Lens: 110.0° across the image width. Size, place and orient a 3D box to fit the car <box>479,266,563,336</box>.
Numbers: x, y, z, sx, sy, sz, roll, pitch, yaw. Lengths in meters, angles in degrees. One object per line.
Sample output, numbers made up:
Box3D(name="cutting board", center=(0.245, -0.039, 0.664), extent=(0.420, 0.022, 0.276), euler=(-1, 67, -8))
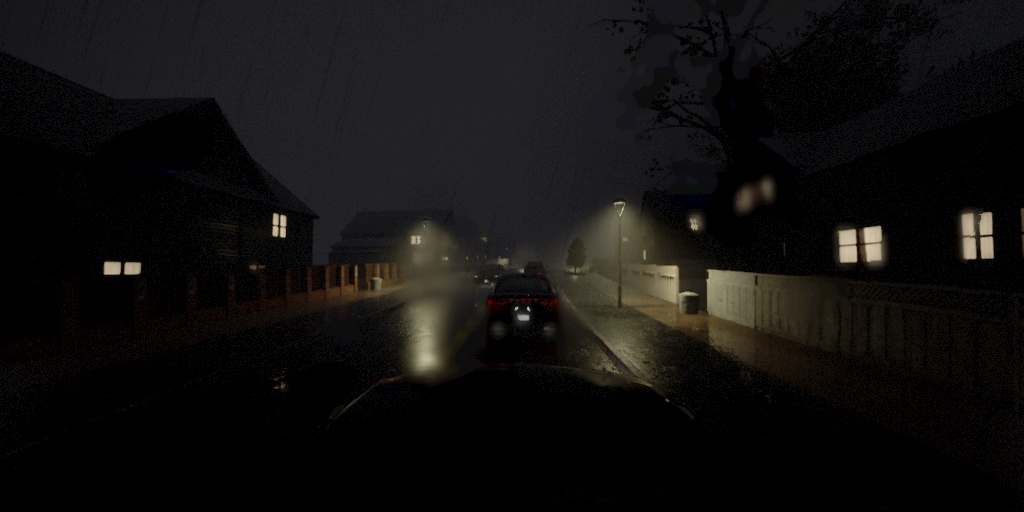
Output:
Box3D(name="car", center=(0.345, 1.227, 10.493), extent=(1.882, 1.535, 5.008), euler=(0, 0, 2))

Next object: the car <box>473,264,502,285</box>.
Box3D(name="car", center=(-1.463, 1.296, 26.592), extent=(2.033, 1.411, 5.357), euler=(0, 0, 6))

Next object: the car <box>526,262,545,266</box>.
Box3D(name="car", center=(2.099, 1.233, 31.452), extent=(1.837, 1.490, 4.892), euler=(0, 0, 7))
